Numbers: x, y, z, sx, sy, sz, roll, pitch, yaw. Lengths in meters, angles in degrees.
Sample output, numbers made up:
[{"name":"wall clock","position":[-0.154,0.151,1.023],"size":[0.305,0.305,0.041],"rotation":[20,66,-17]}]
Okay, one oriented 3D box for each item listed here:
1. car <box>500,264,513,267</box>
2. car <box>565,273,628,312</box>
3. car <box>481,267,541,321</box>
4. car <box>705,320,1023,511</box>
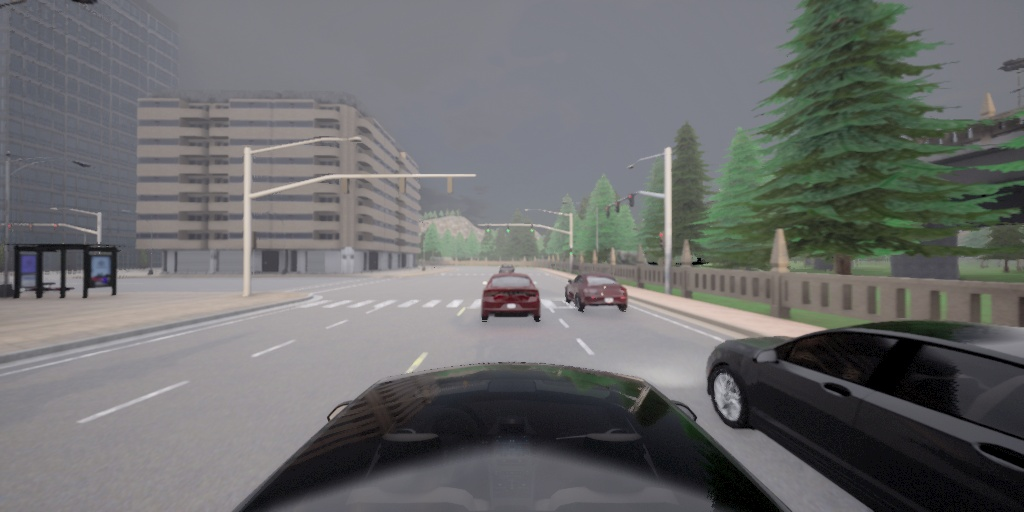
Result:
[{"name":"car","position":[-0.594,1.680,44.098],"size":[2.128,1.511,4.902],"rotation":[0,0,-1]},{"name":"car","position":[3.382,1.407,14.909],"size":[1.812,1.442,4.674],"rotation":[0,-1,-1]},{"name":"car","position":[-0.064,1.344,13.005],"size":[1.882,1.535,5.008],"rotation":[0,-1,-1]},{"name":"car","position":[3.414,1.263,2.752],"size":[1.837,1.490,4.892],"rotation":[0,0,1]}]
